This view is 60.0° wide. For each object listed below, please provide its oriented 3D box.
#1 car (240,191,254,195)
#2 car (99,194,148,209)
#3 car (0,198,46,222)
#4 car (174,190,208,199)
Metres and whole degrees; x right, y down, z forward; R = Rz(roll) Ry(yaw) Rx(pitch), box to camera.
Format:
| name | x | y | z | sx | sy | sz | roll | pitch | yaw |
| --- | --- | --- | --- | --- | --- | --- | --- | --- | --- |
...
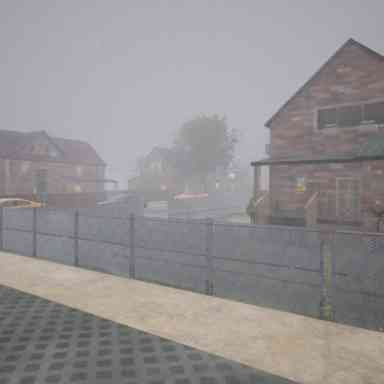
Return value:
| name | x | y | z | sx | sy | sz | roll | pitch | yaw |
| --- | --- | --- | --- | --- | --- | --- | --- | --- | --- |
| car | 9.025 | 0.446 | 49.954 | 1.895 | 1.301 | 4.718 | 1 | 2 | 35 |
| car | -5.959 | 0.952 | 28.957 | 1.837 | 1.490 | 4.892 | 1 | 2 | 35 |
| car | -11.709 | 1.159 | 20.837 | 1.882 | 1.535 | 5.008 | 1 | 2 | 35 |
| car | -0.029 | 0.559 | 37.303 | 2.097 | 1.767 | 4.553 | 1 | 2 | 36 |
